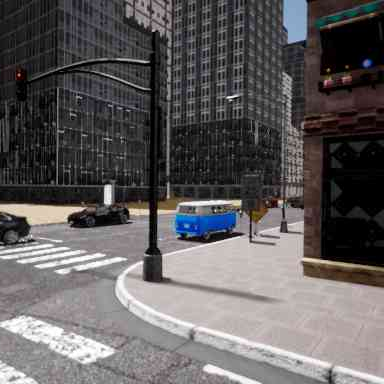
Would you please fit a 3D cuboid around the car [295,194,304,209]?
[{"bbox_3d":[15.416,1.157,42.100,2.150,2.045,5.566,1,1,36],"label":"car"}]

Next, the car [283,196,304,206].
[{"bbox_3d":[16.355,1.361,53.305,1.752,1.417,4.829,1,1,35],"label":"car"}]

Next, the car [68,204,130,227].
[{"bbox_3d":[-6.005,1.464,21.893,1.947,1.339,4.313,1,1,35],"label":"car"}]

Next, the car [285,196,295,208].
[{"bbox_3d":[14.155,1.392,45.631,1.837,1.490,4.892,1,0,36],"label":"car"}]

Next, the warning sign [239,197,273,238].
[{"bbox_3d":[3.106,1.176,16.135,1.300,1.860,1.060,1,1,35],"label":"warning sign"}]

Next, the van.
[{"bbox_3d":[0.825,1.367,17.030,1.690,1.788,3.998,1,1,35],"label":"van"}]

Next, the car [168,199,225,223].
[{"bbox_3d":[0.448,1.415,26.490,2.128,1.511,4.902,1,1,35],"label":"car"}]

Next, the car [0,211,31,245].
[{"bbox_3d":[-9.016,1.461,13.195,1.837,1.490,4.892,1,1,35],"label":"car"}]

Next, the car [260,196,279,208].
[{"bbox_3d":[10.037,1.291,44.428,1.967,1.590,4.097,1,1,35],"label":"car"}]
